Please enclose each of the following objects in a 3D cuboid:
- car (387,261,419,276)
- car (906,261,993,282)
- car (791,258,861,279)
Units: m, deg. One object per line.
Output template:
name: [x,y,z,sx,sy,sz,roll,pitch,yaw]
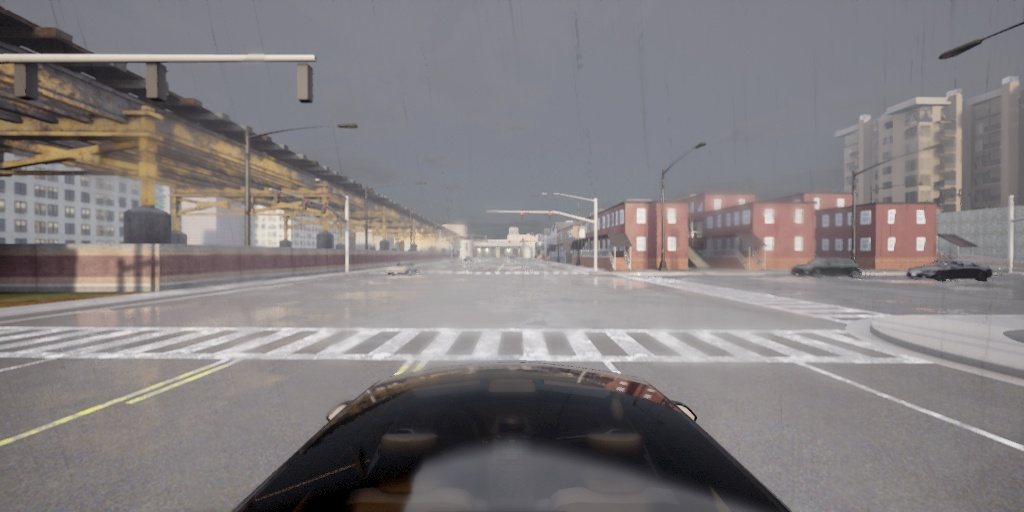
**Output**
car: [-10.504,1.189,34.623,1.895,1.301,4.718,0,0,0]
car: [31.981,1.104,26.297,4.902,1.511,2.128,0,0,0]
car: [25.986,0.944,29.794,4.553,1.767,2.097,0,0,0]
